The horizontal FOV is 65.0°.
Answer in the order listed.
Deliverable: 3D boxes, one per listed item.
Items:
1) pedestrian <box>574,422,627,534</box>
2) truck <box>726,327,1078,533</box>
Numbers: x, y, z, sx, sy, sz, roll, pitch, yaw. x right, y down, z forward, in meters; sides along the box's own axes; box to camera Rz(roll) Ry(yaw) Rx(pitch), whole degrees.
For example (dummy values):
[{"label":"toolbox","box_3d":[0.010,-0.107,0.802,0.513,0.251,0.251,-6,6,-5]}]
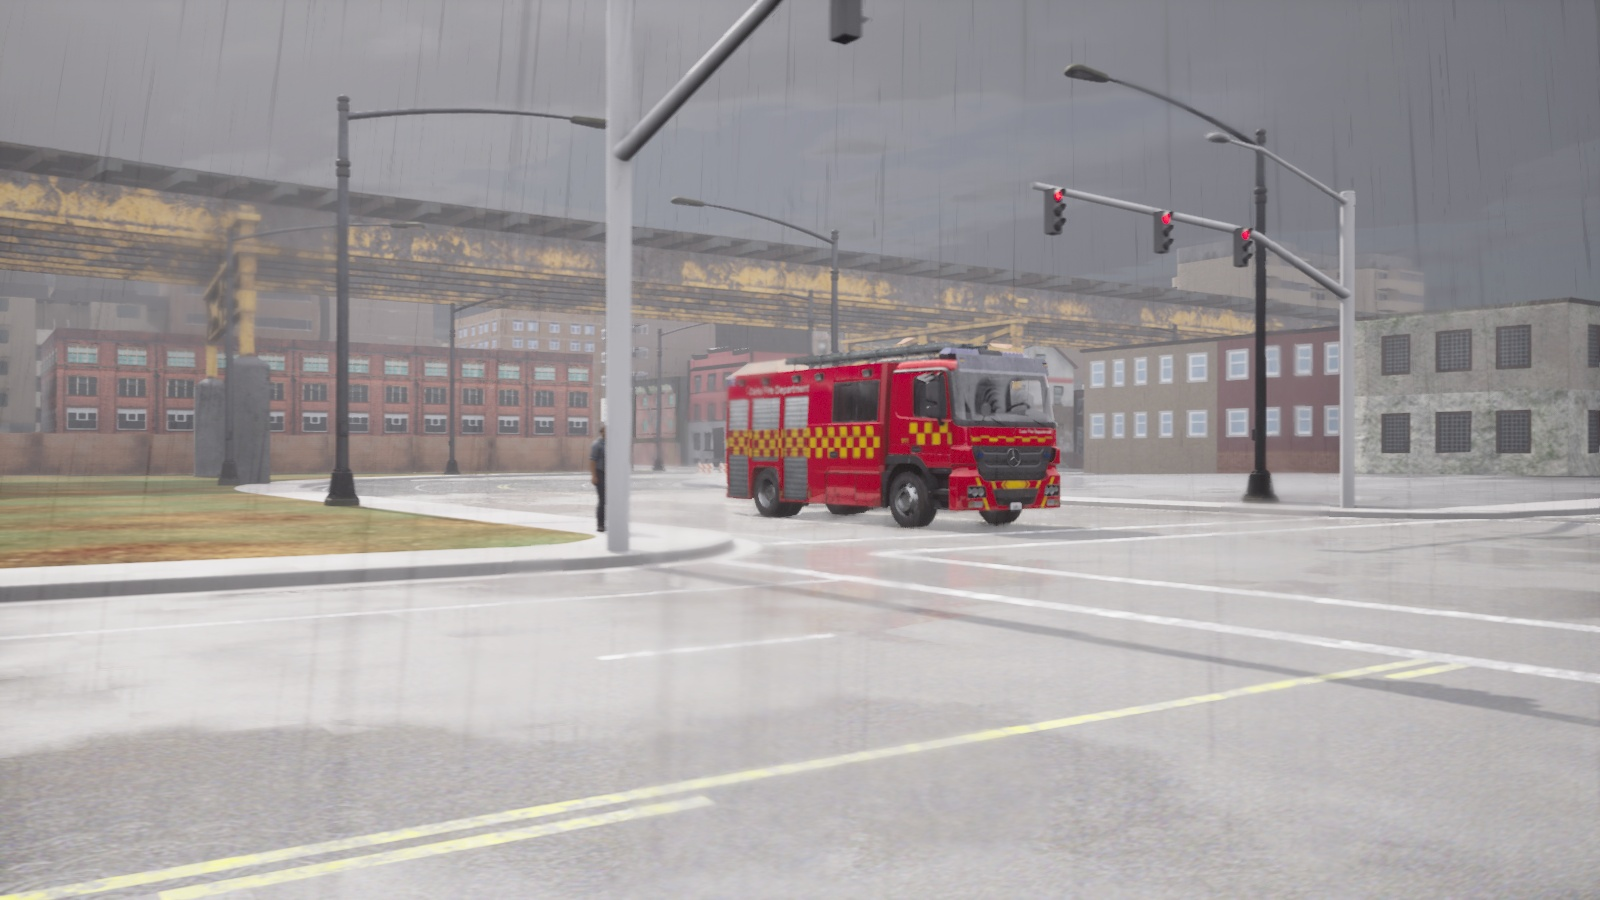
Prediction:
[{"label":"pedestrian","box_3d":[-3.362,0.465,21.147,0.694,1.848,0.540,0,0,36]},{"label":"truck","box_3d":[1.871,-0.357,27.548,2.891,3.827,8.468,0,0,-36]}]
